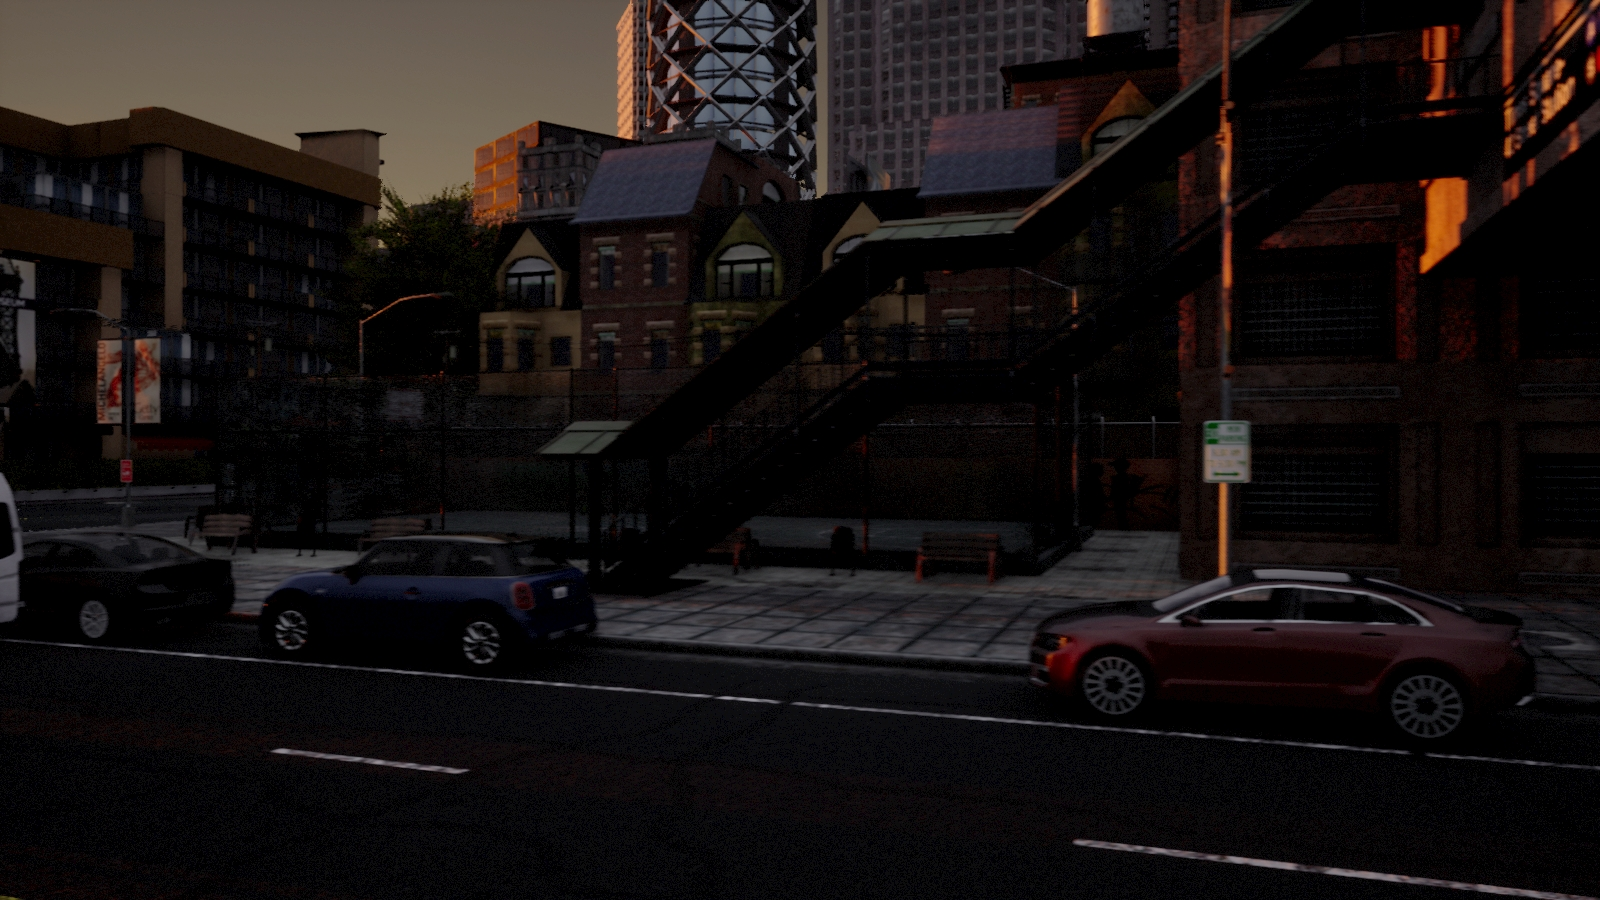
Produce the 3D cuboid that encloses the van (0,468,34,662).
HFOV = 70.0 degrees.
[{"bbox_3d":[-13.581,1.534,15.671,5.915,2.561,1.988,0,0,20],"label":"van"}]
